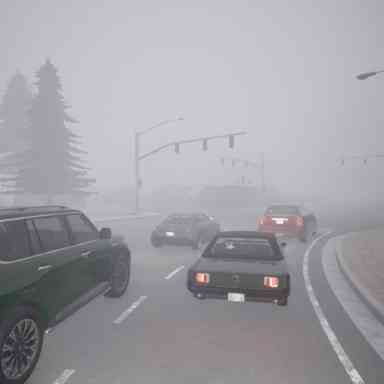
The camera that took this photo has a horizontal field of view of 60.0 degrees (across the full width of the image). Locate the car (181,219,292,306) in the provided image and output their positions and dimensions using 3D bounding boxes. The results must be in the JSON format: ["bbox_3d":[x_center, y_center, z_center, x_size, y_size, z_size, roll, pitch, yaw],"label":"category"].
[{"bbox_3d":[1.327,1.590,8.097,1.895,1.301,4.718,0,0,14],"label":"car"}]

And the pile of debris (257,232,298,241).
[{"bbox_3d":[4.181,2.149,16.133,1.500,0.140,1.860,0,0,29],"label":"pile of debris"}]

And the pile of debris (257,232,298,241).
[{"bbox_3d":[4.181,2.149,16.133,1.500,0.140,1.860,0,0,29],"label":"pile of debris"}]

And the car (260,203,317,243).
[{"bbox_3d":[4.801,1.324,16.375,2.097,1.767,4.553,0,0,27],"label":"car"}]

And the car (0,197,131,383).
[{"bbox_3d":[-2.789,1.222,5.493,2.150,2.045,5.566,0,0,8],"label":"car"}]

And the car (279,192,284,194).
[{"bbox_3d":[24.752,1.051,92.186,4.605,1.855,1.932,0,0,40],"label":"car"}]

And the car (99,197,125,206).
[{"bbox_3d":[-13.453,1.542,56.002,4.674,1.442,1.812,0,0,40],"label":"car"}]

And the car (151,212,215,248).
[{"bbox_3d":[-0.128,1.548,14.454,1.994,1.385,4.181,0,0,20],"label":"car"}]
